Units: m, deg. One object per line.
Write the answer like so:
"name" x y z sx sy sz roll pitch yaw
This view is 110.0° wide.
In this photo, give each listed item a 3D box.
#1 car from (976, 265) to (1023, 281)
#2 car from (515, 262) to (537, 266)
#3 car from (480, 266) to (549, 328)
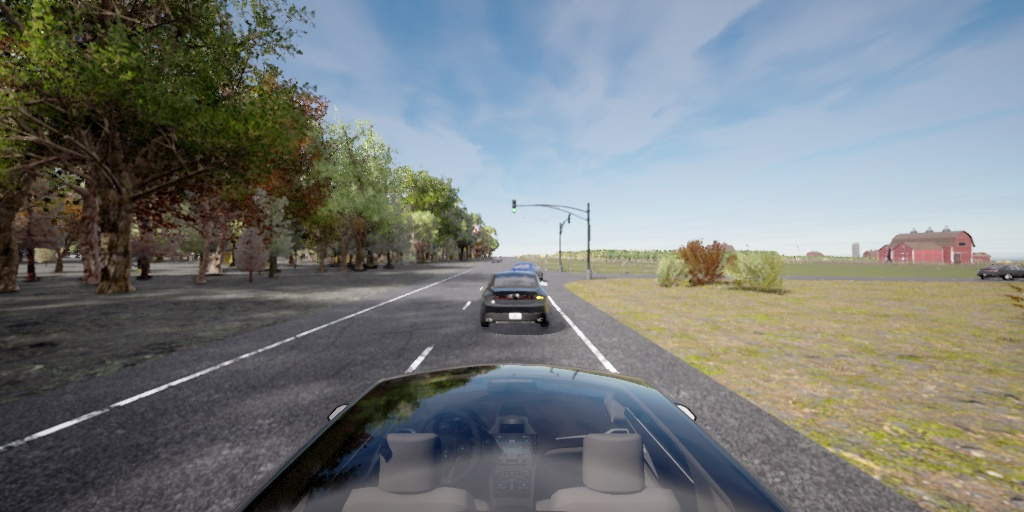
"car" 48.417 1.644 34.853 4.902 1.511 2.128 1 -1 0
"car" 1.063 1.191 26.233 1.812 1.442 4.674 0 0 16
"car" 0.072 1.222 11.150 1.837 1.490 4.892 0 0 0
